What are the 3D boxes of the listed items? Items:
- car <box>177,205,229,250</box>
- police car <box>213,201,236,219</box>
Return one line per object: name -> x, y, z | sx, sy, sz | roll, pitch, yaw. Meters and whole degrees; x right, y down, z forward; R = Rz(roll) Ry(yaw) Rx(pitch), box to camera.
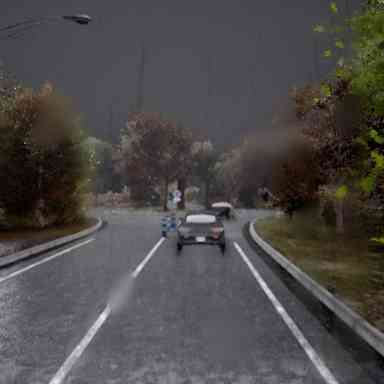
car -> 0.404, 1.481, 13.881 | 1.812, 1.442, 4.674 | 0, 0, 2
police car -> 2.897, 1.643, 31.219 | 1.930, 1.638, 5.238 | -1, -1, 15
